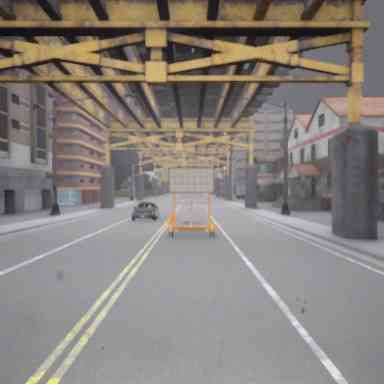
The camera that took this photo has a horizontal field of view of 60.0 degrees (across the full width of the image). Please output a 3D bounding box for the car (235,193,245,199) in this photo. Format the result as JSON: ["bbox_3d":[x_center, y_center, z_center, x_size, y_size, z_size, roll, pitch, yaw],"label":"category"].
[{"bbox_3d":[13.134,0.988,79.973,4.974,1.542,2.038,0,1,-20],"label":"car"}]

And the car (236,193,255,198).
[{"bbox_3d":[13.501,0.782,84.109,4.536,1.218,1.853,0,1,25],"label":"car"}]

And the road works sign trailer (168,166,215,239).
[{"bbox_3d":[-0.018,0.461,17.166,2.380,3.560,2.880,0,0,0],"label":"road works sign trailer"}]

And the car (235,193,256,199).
[{"bbox_3d":[13.454,0.940,84.132,4.974,1.542,2.038,0,1,25],"label":"car"}]

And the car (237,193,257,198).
[{"bbox_3d":[13.183,0.830,79.990,4.536,1.218,1.853,0,1,-20],"label":"car"}]

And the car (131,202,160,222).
[{"bbox_3d":[-3.633,1.520,26.675,1.812,1.442,4.674,0,0,0],"label":"car"}]
